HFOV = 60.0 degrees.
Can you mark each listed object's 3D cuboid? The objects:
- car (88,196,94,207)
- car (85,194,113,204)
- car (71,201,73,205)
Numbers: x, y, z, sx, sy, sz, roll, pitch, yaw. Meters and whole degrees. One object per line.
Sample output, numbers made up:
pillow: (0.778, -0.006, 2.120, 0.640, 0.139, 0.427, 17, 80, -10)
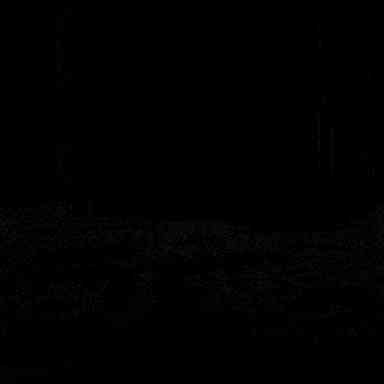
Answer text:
car: (-16.119, 1.626, 56.150, 2.097, 1.767, 4.553, 0, 0, 36)
car: (-19.160, 1.451, 68.630, 2.150, 2.045, 5.566, 0, 0, 36)
car: (-18.741, 1.801, 58.070, 1.812, 1.442, 4.674, 0, 0, 36)
